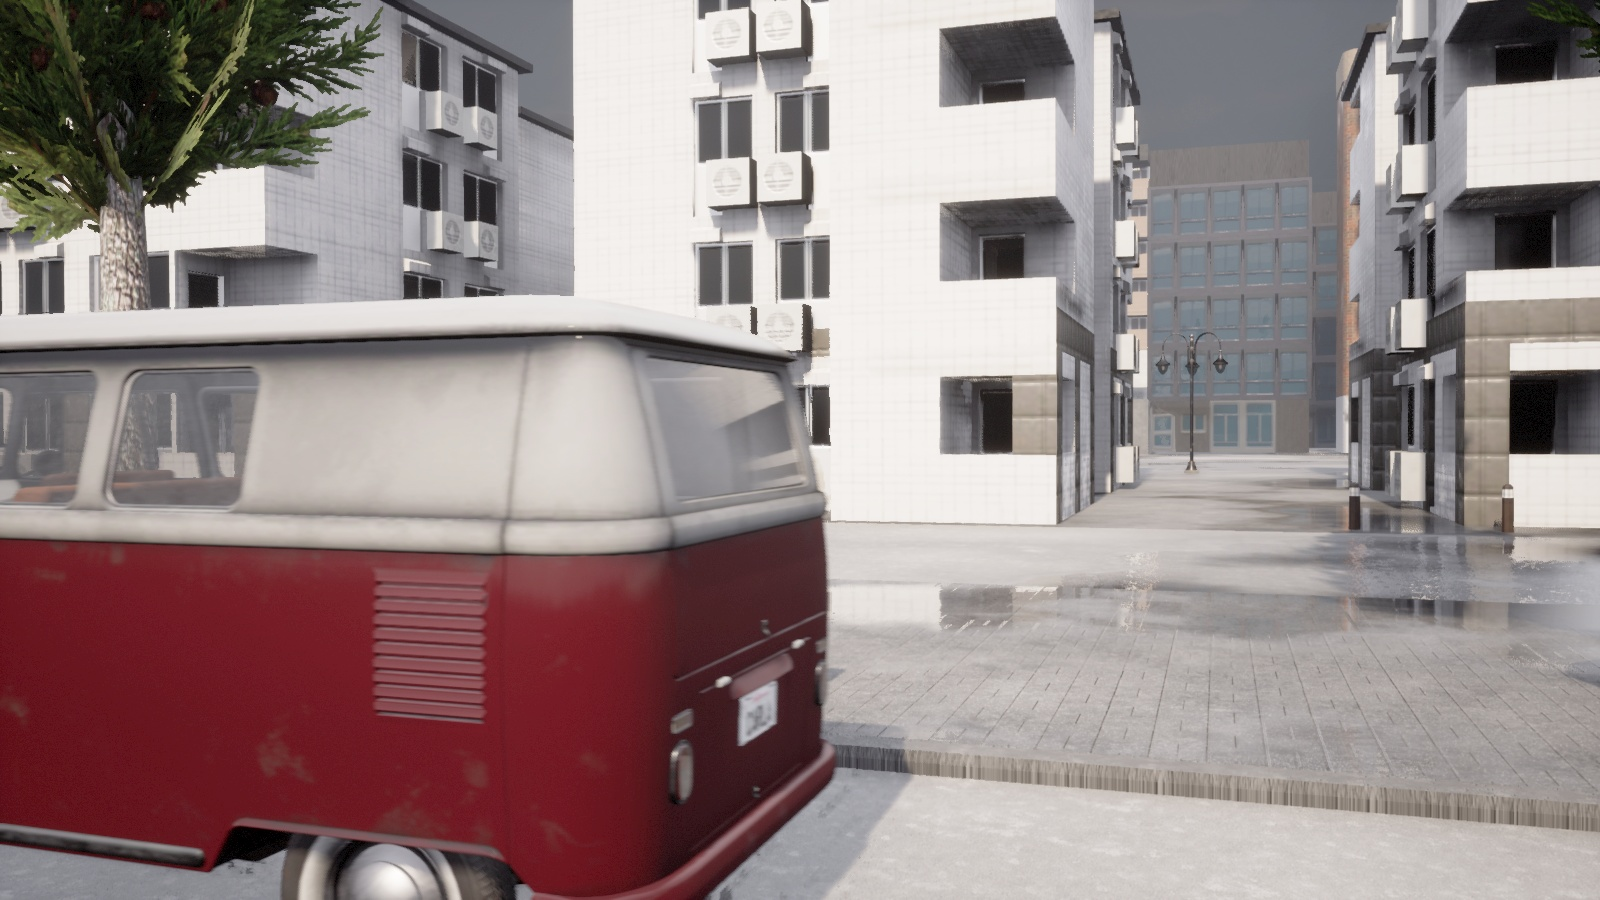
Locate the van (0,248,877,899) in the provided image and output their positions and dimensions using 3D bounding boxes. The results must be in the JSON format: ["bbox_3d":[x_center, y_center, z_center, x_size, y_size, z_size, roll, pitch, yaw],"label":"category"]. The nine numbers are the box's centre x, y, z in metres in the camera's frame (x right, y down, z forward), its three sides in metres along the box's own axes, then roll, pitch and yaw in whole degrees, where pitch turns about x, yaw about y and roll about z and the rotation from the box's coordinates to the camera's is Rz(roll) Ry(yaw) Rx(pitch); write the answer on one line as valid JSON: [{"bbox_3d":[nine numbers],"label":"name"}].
[{"bbox_3d":[-2.111,0.500,4.429,4.442,1.987,1.775,1,1,19],"label":"van"}]
